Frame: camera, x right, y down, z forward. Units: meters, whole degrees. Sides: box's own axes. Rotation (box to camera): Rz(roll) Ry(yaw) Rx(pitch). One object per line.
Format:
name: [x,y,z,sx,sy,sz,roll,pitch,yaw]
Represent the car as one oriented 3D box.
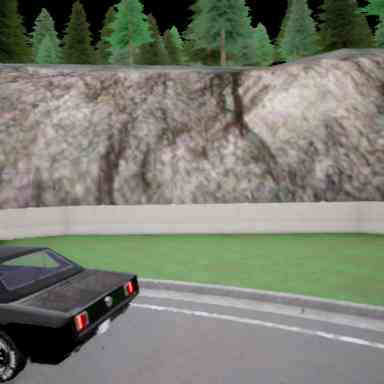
car: [-3.319,1.527,4.975,4.718,1.301,1.895,-1,1,15]
